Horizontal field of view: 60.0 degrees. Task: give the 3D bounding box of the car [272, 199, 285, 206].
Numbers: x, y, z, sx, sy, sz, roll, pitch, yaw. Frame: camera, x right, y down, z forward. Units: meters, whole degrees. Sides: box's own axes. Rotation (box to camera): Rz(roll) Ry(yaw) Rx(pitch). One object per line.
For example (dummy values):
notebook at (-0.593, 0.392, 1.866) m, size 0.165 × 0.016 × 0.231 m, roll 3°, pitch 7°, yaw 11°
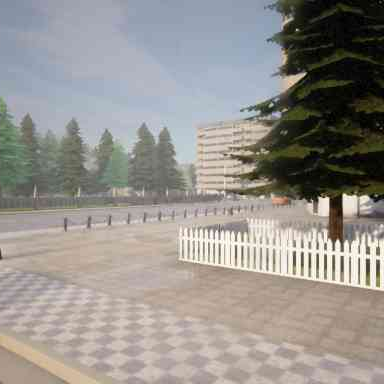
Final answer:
car at (15.370, 1.352, 56.721) m, size 2.097 × 1.767 × 4.553 m, roll 0°, pitch 0°, yaw 36°
